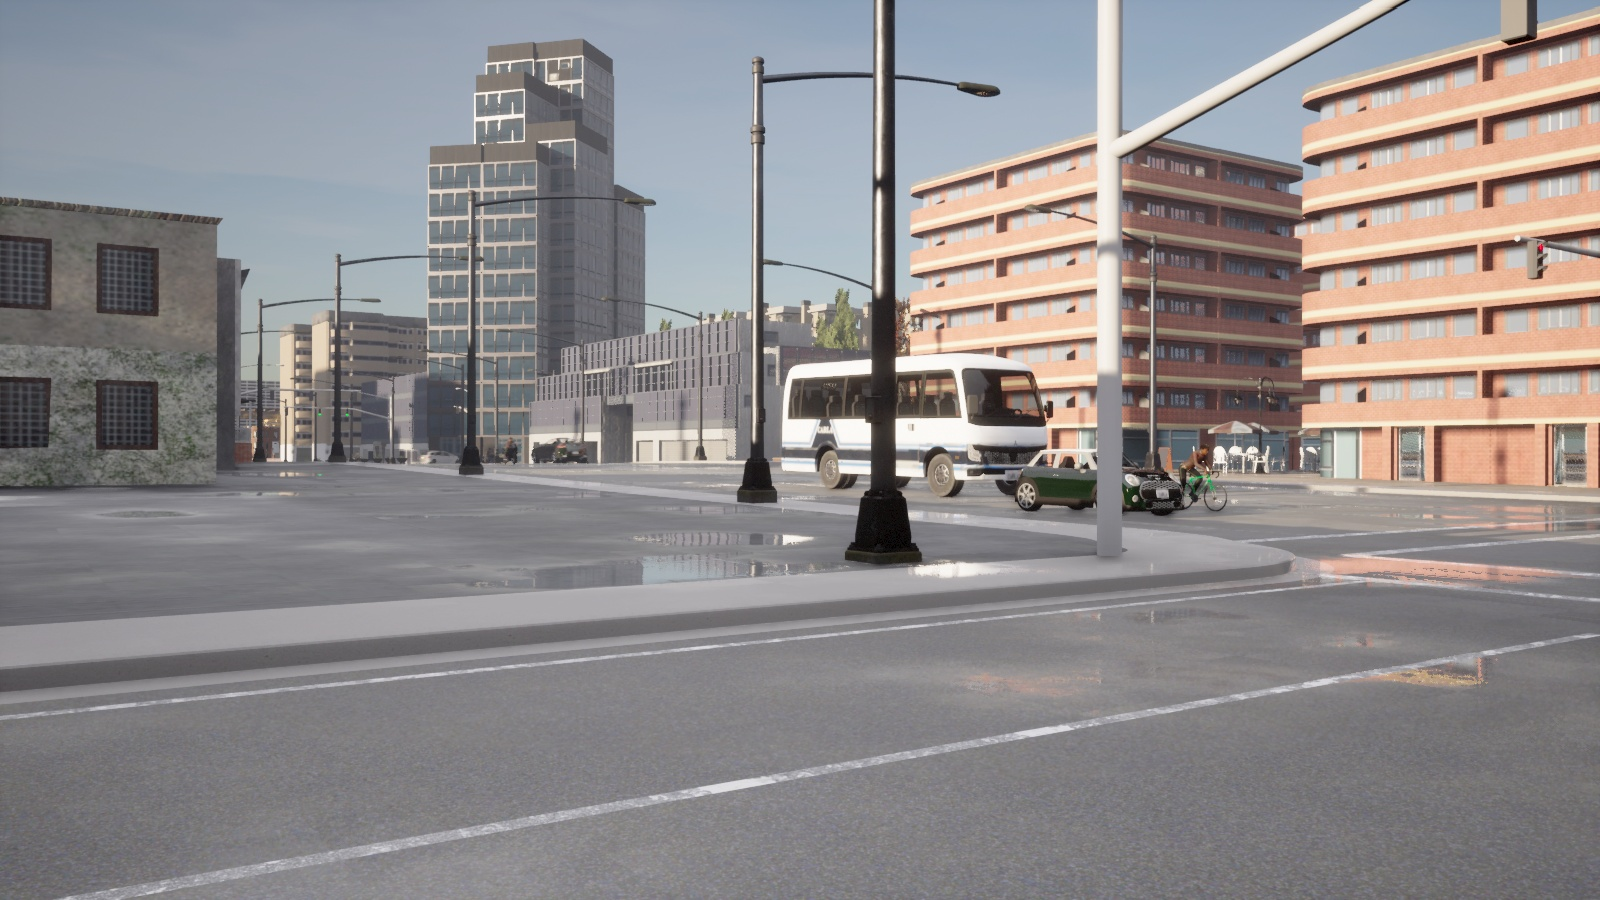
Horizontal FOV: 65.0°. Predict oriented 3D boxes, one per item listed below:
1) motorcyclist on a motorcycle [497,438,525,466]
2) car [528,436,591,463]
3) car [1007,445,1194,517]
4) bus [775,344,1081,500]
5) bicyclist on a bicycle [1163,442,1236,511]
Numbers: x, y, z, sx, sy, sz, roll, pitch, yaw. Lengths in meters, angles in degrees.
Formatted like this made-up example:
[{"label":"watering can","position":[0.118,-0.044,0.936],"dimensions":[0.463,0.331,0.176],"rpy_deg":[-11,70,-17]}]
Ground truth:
[{"label":"motorcyclist on a motorcycle","position":[-15.818,0.100,68.751],"dimensions":[0.797,1.523,2.044],"rpy_deg":[0,0,-34]},{"label":"car","position":[-15.528,-0.026,80.934],"dimensions":[2.152,1.651,5.027],"rpy_deg":[0,-1,-34]},{"label":"car","position":[6.768,0.646,28.573],"dimensions":[1.970,1.475,3.806],"rpy_deg":[0,1,-33]},{"label":"bus","position":[3.642,-0.822,39.567],"dimensions":[3.944,4.253,10.273],"rpy_deg":[0,1,-34]},{"label":"bicyclist on a bicycle","position":[9.688,0.629,30.501],"dimensions":[0.582,1.620,1.656],"rpy_deg":[0,1,-34]}]
